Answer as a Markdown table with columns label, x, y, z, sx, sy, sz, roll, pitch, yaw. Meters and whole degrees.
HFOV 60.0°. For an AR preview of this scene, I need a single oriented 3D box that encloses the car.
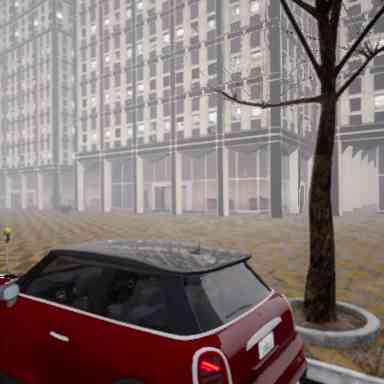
| label | x | y | z | sx | sy | sz | roll | pitch | yaw |
| --- | --- | --- | --- | --- | --- | --- | --- | --- | --- |
| car | -1.076 | 1.384 | 4.160 | 4.553 | 1.767 | 2.097 | -1 | 0 | 35 |
